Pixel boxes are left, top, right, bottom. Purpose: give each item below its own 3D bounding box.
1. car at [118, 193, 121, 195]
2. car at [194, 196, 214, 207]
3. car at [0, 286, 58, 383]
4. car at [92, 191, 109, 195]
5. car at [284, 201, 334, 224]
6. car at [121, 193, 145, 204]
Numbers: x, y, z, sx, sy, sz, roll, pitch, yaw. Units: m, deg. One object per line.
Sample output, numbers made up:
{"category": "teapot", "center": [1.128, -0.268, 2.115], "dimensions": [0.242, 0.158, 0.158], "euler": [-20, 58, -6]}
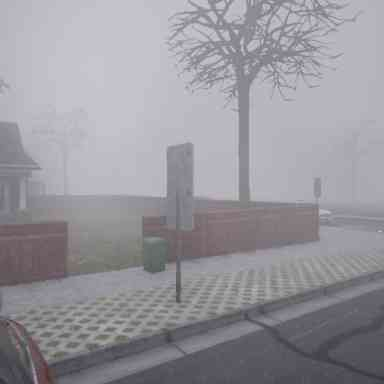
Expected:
{"category": "car", "center": [-10.849, 0.815, 52.370], "dimensions": [1.994, 1.385, 4.181], "euler": [0, 1, -34]}
{"category": "car", "center": [1.064, 1.124, 30.881], "dimensions": [1.882, 1.535, 5.008], "euler": [0, 1, -36]}
{"category": "car", "center": [-2.742, 1.352, 1.109], "dimensions": [4.553, 1.767, 2.097], "euler": [0, 0, -35]}
{"category": "car", "center": [-16.732, 0.593, 60.521], "dimensions": [1.837, 1.490, 4.892], "euler": [0, 1, -36]}
{"category": "car", "center": [7.164, 1.334, 22.442], "dimensions": [1.812, 1.442, 4.674], "euler": [0, 1, -36]}
{"category": "car", "center": [-6.830, 0.963, 41.826], "dimensions": [1.812, 1.442, 4.674], "euler": [0, 2, -36]}
